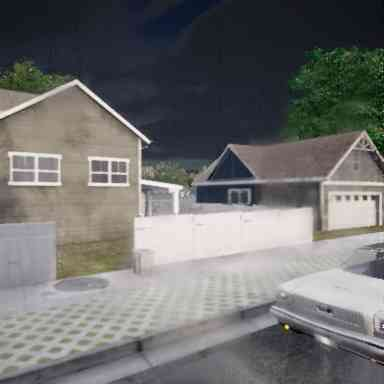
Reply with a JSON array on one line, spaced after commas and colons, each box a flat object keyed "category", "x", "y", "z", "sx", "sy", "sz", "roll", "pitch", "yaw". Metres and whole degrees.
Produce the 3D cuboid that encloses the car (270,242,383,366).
[{"category": "car", "x": 3.506, "y": 1.600, "z": 5.584, "sx": 4.718, "sy": 1.301, "sz": 1.895, "roll": 0, "pitch": 0, "yaw": -36}]
